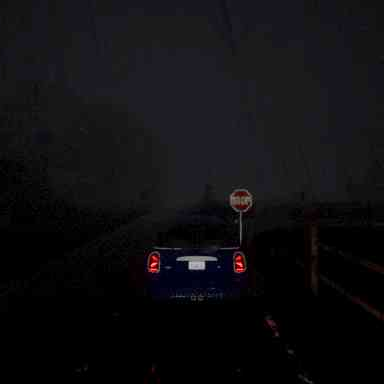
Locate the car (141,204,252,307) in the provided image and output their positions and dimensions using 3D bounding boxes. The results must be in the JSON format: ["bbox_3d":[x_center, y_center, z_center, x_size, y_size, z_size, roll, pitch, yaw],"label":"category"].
[{"bbox_3d":[0.083,1.352,8.161,2.097,1.767,4.553,0,0,0],"label":"car"}]

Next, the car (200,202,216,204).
[{"bbox_3d":[0.761,1.467,21.759,5.008,1.535,1.882,0,-1,-38],"label":"car"}]
